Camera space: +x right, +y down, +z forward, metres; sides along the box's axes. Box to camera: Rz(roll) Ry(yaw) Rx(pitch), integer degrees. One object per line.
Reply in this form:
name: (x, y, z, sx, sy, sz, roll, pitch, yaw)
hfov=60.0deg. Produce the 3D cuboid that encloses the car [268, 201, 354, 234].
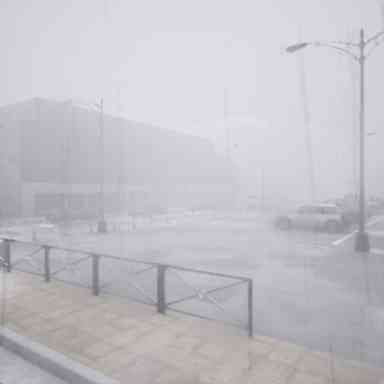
car: (6.514, 1.427, 18.342, 3.806, 1.475, 1.970, 0, 0, 35)

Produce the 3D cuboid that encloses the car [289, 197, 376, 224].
car: (9.961, 1.349, 23.765, 5.027, 1.636, 2.152, 0, 0, 35)

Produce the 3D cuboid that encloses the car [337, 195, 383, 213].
car: (18.704, 1.292, 36.812, 4.605, 1.855, 1.932, 0, 0, 35)

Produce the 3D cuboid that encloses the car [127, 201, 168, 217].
car: (-4.486, 1.698, 34.101, 1.837, 1.490, 4.892, 0, 0, 35)

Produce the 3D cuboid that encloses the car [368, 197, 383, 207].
car: (29.563, 1.568, 51.894, 3.633, 1.501, 1.845, 0, 0, 35)

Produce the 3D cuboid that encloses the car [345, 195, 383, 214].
car: (17.360, 1.272, 34.203, 3.866, 1.878, 1.905, 0, 0, 35)

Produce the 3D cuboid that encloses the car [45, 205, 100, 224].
car: (-9.575, 1.757, 26.925, 1.994, 1.385, 4.181, 0, 0, 35)

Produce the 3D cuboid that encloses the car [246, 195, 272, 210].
car: (9.728, 1.411, 47.733, 2.150, 2.045, 5.566, 0, 0, 35)

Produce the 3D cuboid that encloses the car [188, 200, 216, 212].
car: (1.310, 1.757, 42.242, 1.994, 1.385, 4.181, 0, 0, 36)

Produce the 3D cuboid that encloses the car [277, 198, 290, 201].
car: (15.875, 1.681, 56.424, 2.128, 1.511, 4.902, 0, 0, 35)
